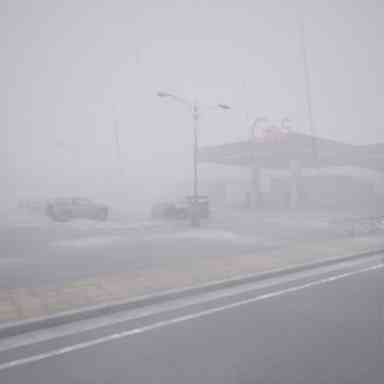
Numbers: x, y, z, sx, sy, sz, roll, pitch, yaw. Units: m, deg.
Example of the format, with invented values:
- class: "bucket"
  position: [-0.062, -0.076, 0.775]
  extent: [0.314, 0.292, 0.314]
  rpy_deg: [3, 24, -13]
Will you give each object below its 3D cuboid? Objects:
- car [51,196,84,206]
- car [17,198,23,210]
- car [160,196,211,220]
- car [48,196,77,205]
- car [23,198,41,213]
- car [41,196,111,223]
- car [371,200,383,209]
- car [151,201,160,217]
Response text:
- class: "car"
  position: [-21.716, 1.513, 58.039]
  extent: [5.027, 1.636, 2.152]
  rpy_deg: [0, 0, -36]
- class: "car"
  position: [-21.045, 1.507, 43.940]
  extent: [3.633, 1.501, 1.845]
  rpy_deg: [0, 0, -36]
- class: "car"
  position: [-0.260, 1.259, 27.179]
  extent: [3.866, 1.878, 1.905]
  rpy_deg: [0, 0, -36]
- class: "car"
  position: [-23.587, 1.522, 60.557]
  extent: [4.514, 1.523, 2.007]
  rpy_deg: [0, 0, -36]
- class: "car"
  position: [-15.253, 1.485, 35.797]
  extent: [4.514, 1.523, 2.007]
  rpy_deg: [0, 0, -36]
- class: "car"
  position: [-8.569, 1.285, 25.262]
  extent: [4.605, 1.855, 1.932]
  rpy_deg: [0, 0, -36]
- class: "car"
  position: [27.683, 1.641, 46.557]
  extent: [2.242, 1.667, 4.611]
  rpy_deg: [0, 0, -36]
- class: "car"
  position: [-1.702, 1.543, 30.236]
  extent: [3.806, 1.475, 1.970]
  rpy_deg: [0, 0, -36]
